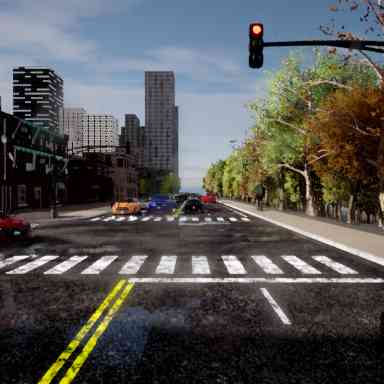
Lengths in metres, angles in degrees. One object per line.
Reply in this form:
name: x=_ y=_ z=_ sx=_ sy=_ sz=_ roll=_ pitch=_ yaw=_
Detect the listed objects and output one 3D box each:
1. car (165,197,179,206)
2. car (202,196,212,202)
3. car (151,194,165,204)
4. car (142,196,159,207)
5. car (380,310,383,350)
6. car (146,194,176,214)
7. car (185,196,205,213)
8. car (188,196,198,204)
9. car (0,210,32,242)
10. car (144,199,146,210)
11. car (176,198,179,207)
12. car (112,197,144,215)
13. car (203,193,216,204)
car: x=-3.228 y=1.581 z=54.899 sx=1.895 sy=1.301 sz=4.718 roll=0 pitch=0 yaw=0
car: x=3.400 y=1.522 z=75.910 sx=1.994 sy=1.385 sz=4.181 roll=0 pitch=0 yaw=0
car: x=-6.432 y=1.328 z=62.762 sx=2.097 sy=1.767 sz=4.553 roll=0 pitch=0 yaw=1
car: x=-6.483 y=1.472 z=52.707 sx=2.128 sy=1.511 sz=4.902 roll=0 pitch=0 yaw=0
car: x=3.356 y=1.491 z=2.379 sx=2.128 sy=1.511 sz=4.902 roll=0 pitch=0 yaw=0
car: x=-3.269 y=1.210 z=35.866 sx=2.150 sy=2.045 sz=5.566 roll=0 pitch=0 yaw=0
car: x=0.189 y=1.465 z=37.572 sx=1.882 sy=1.535 sz=5.008 roll=0 pitch=0 yaw=0
car: x=0.230 y=1.575 z=66.628 sx=1.895 sy=1.301 sz=4.718 roll=0 pitch=0 yaw=0
car: x=-9.345 y=1.507 z=15.223 sx=5.008 sy=1.535 sz=1.882 roll=-2 pitch=-2 yaw=33
car: x=-6.501 y=1.586 z=42.703 sx=1.895 sy=1.301 sz=4.718 roll=0 pitch=0 yaw=0
car: x=-3.241 y=1.336 z=45.558 sx=2.097 sy=1.767 sz=4.553 roll=0 pitch=0 yaw=0
car: x=-6.557 y=1.341 z=33.717 sx=2.097 sy=1.767 sz=4.553 roll=0 pitch=0 yaw=1
car: x=3.474 y=1.196 z=65.326 sx=2.150 sy=2.045 sz=5.566 roll=0 pitch=0 yaw=1
